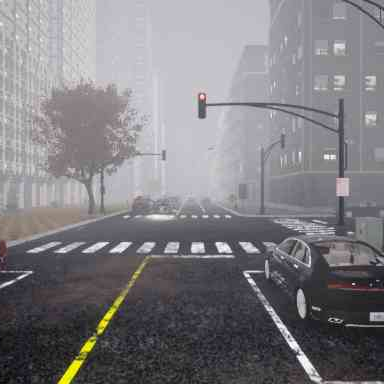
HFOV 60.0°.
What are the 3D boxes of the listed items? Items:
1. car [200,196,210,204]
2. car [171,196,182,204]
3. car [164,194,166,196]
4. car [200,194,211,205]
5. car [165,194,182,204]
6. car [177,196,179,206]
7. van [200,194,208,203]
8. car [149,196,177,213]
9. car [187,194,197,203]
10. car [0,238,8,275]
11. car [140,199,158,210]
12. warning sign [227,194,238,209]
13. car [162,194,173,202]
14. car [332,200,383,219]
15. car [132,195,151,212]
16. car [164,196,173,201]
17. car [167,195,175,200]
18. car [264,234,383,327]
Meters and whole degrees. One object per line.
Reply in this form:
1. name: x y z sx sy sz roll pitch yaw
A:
1. car: 2.602 1.578 67.118 1.752 1.417 4.829 0 0 0
2. car: -3.112 1.530 66.948 1.882 1.535 5.008 0 0 0
3. car: -5.786 1.627 72.461 1.947 1.339 4.313 0 0 0
4. car: 2.610 1.610 61.425 1.947 1.339 4.313 0 0 0
5. car: -3.157 1.516 56.461 1.882 1.535 5.008 0 0 0
6. car: -3.158 1.629 46.375 1.895 1.301 4.718 0 0 0
7. van: 2.595 1.402 72.472 1.690 1.788 3.998 0 0 0
8. car: -3.147 1.510 37.139 2.128 1.511 4.902 0 0 0
9. car: -0.089 1.602 68.653 2.033 1.411 5.357 0 0 0
10. car: -5.701 1.545 6.936 1.887 1.381 4.507 0 0 0
11. car: -5.750 1.592 44.847 1.947 1.339 4.313 0 0 0
12. warning sign: 5.015 1.138 41.463 1.300 1.860 1.060 0 0 0
13. car: -5.793 1.385 77.983 2.192 1.841 5.009 0 0 0
14. car: 13.391 1.350 26.366 4.403 1.369 2.008 -1 1 -1
15. car: -5.743 1.336 39.324 2.192 1.841 5.009 0 0 0
16. car: -5.800 1.632 83.507 2.008 1.369 4.403 0 0 0
17. car: -5.814 1.654 94.552 2.008 1.369 4.403 0 0 0
18. car: 2.679 1.551 6.946 2.008 1.369 4.403 0 0 0
